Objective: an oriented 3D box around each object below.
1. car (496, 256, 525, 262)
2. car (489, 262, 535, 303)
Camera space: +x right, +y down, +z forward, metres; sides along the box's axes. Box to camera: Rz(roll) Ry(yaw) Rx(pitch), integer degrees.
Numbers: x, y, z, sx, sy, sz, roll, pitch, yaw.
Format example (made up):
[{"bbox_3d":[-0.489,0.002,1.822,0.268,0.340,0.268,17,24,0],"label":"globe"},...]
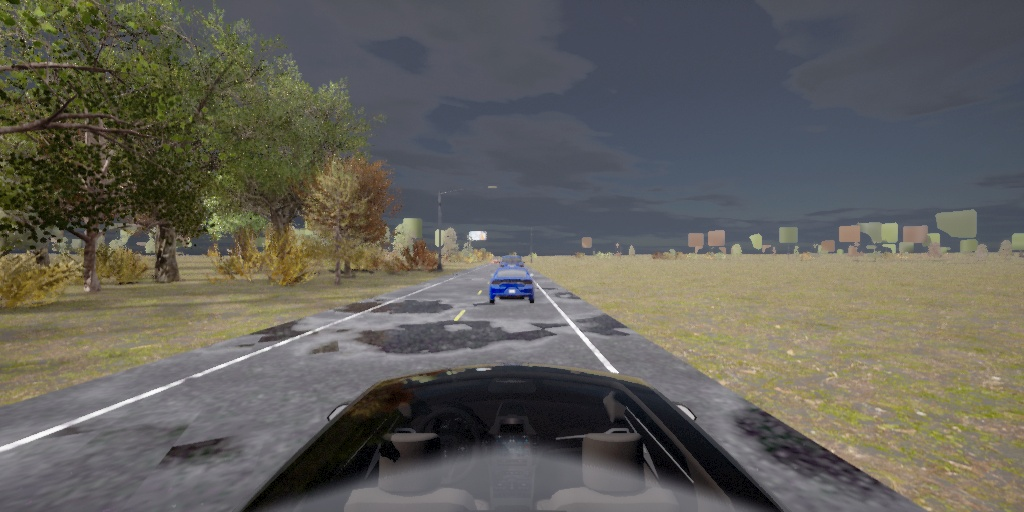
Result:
[{"bbox_3d":[0.000,1.005,31.530,2.150,2.045,5.566,0,0,0],"label":"car"},{"bbox_3d":[0.000,1.232,16.500,1.882,1.535,5.008,0,0,0],"label":"car"}]
